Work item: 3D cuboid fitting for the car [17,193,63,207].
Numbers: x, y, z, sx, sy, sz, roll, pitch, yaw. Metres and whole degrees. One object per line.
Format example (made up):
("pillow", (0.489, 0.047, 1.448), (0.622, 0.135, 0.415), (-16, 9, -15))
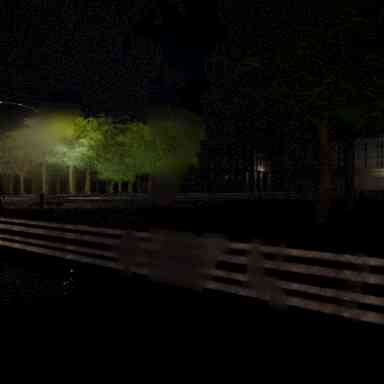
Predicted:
("car", (-16.402, 0.867, 35.968), (4.792, 1.488, 2.163), (-1, 0, 2))
